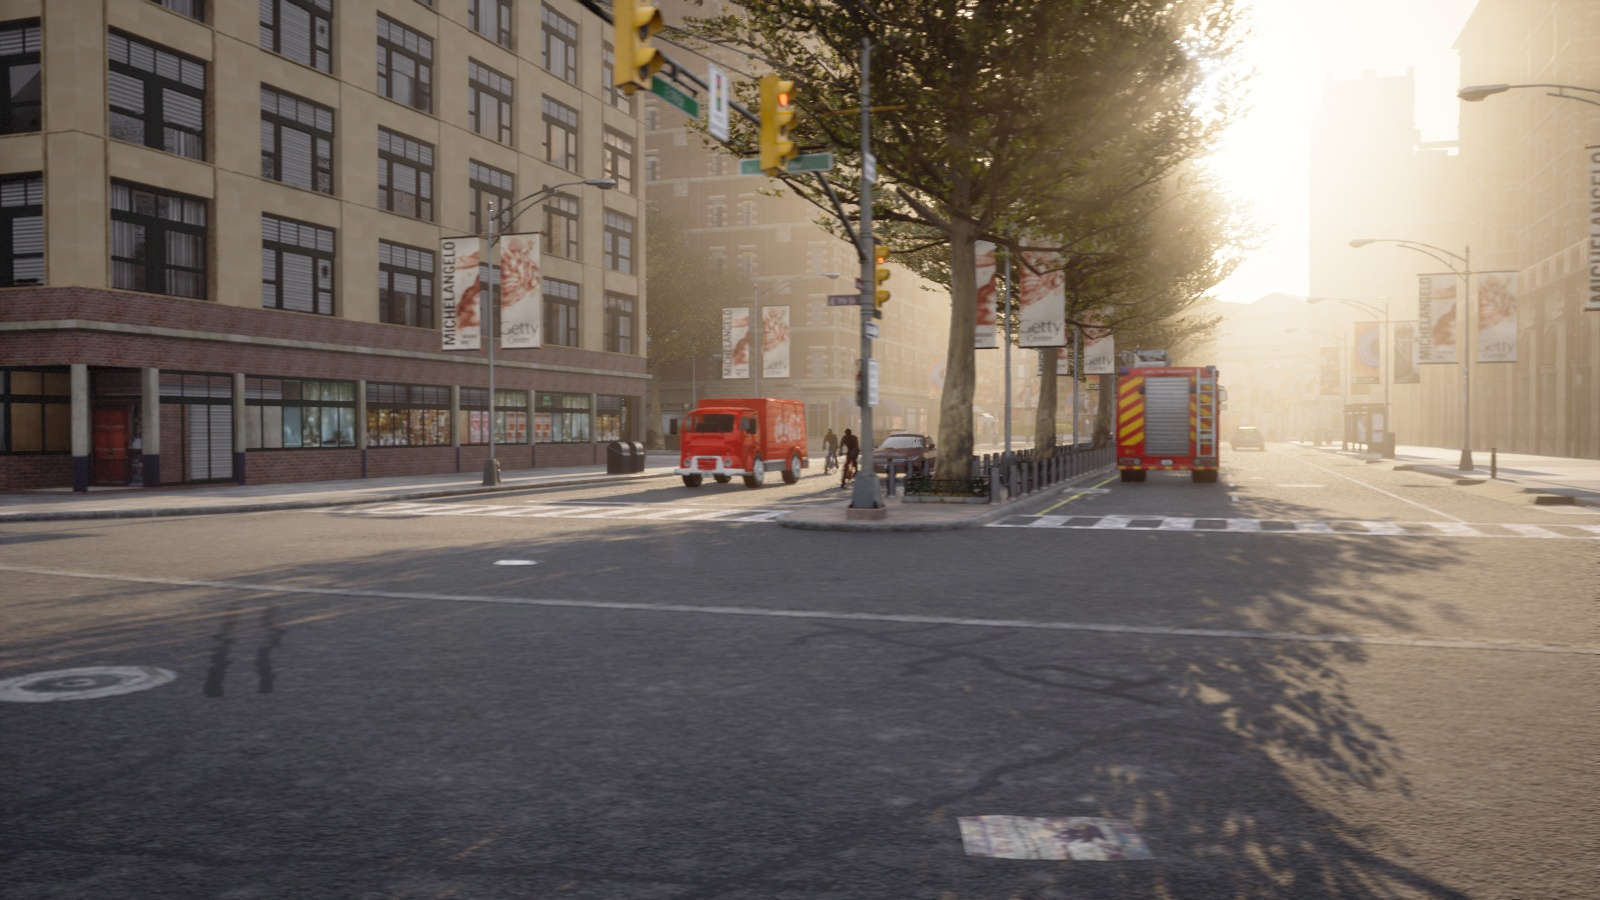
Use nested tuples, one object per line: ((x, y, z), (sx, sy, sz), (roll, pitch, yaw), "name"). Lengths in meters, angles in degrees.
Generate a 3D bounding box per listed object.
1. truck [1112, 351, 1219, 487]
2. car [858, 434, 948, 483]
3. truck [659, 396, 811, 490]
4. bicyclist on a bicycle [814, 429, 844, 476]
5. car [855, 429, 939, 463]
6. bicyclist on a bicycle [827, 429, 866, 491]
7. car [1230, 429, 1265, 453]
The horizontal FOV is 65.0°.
((11.736, -0.932, 39.854), (2.891, 3.827, 8.468), (1, 1, 18), "truck")
((3.361, 0.224, 40.051), (1.812, 1.442, 4.674), (1, 1, 18), "car")
((-1.729, -0.240, 35.811), (2.627, 2.467, 5.204), (1, 1, 18), "truck")
((1.019, 0.077, 44.112), (0.582, 1.620, 1.656), (1, 1, 18), "bicyclist on a bicycle")
((4.769, -0.230, 62.701), (2.033, 1.649, 4.856), (0, 1, -25), "car")
((1.259, 0.247, 33.562), (0.582, 1.620, 1.656), (1, 1, 18), "bicyclist on a bicycle")
((32.555, -0.672, 91.481), (2.242, 1.667, 4.611), (1, 1, 18), "car")
